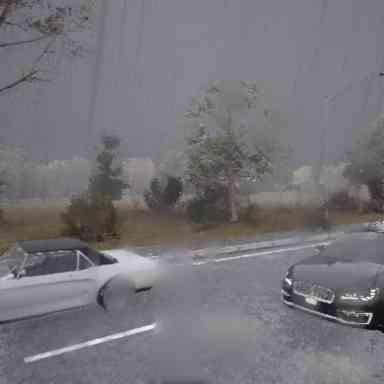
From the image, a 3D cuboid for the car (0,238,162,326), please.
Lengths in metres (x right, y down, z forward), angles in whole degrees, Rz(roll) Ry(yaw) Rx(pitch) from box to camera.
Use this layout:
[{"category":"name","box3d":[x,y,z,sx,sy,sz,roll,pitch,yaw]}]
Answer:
[{"category":"car","box3d":[-3.023,1.600,6.136,4.718,1.301,1.895,0,0,-35]}]

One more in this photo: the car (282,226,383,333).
[{"category":"car","box3d":[3.893,1.501,6.767,4.892,1.490,1.837,0,0,-35]}]
